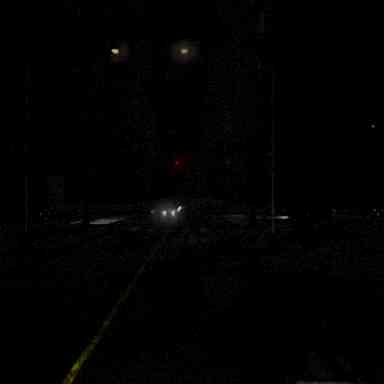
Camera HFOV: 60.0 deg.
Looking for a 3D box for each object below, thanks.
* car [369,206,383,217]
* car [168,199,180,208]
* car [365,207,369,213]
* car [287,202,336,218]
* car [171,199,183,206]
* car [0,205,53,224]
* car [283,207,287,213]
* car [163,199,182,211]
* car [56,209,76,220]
[{"bbox_3d":[20.901,1.928,33.448,4.718,1.301,1.895,0,0,0],"label":"car"},{"bbox_3d":[-3.118,2.020,59.368,1.882,1.535,5.008,0,-1,0],"label":"car"},{"bbox_3d":[21.860,1.953,36.694,4.718,1.301,1.895,0,0,0],"label":"car"},{"bbox_3d":[12.162,1.881,33.474,4.181,1.385,1.994,0,0,0],"label":"car"},{"bbox_3d":[-3.080,2.161,69.529,2.128,1.511,4.902,0,-1,0],"label":"car"},{"bbox_3d":[-14.033,1.844,26.848,4.718,1.301,1.895,0,0,0],"label":"car"},{"bbox_3d":[12.598,1.832,36.725,4.902,1.511,2.128,0,0,0],"label":"car"},{"bbox_3d":[-3.102,2.001,49.564,2.033,1.411,5.357,0,-1,4],"label":"car"},{"bbox_3d":[-13.099,1.869,30.181,4.718,1.301,1.895,0,0,-2],"label":"car"}]
